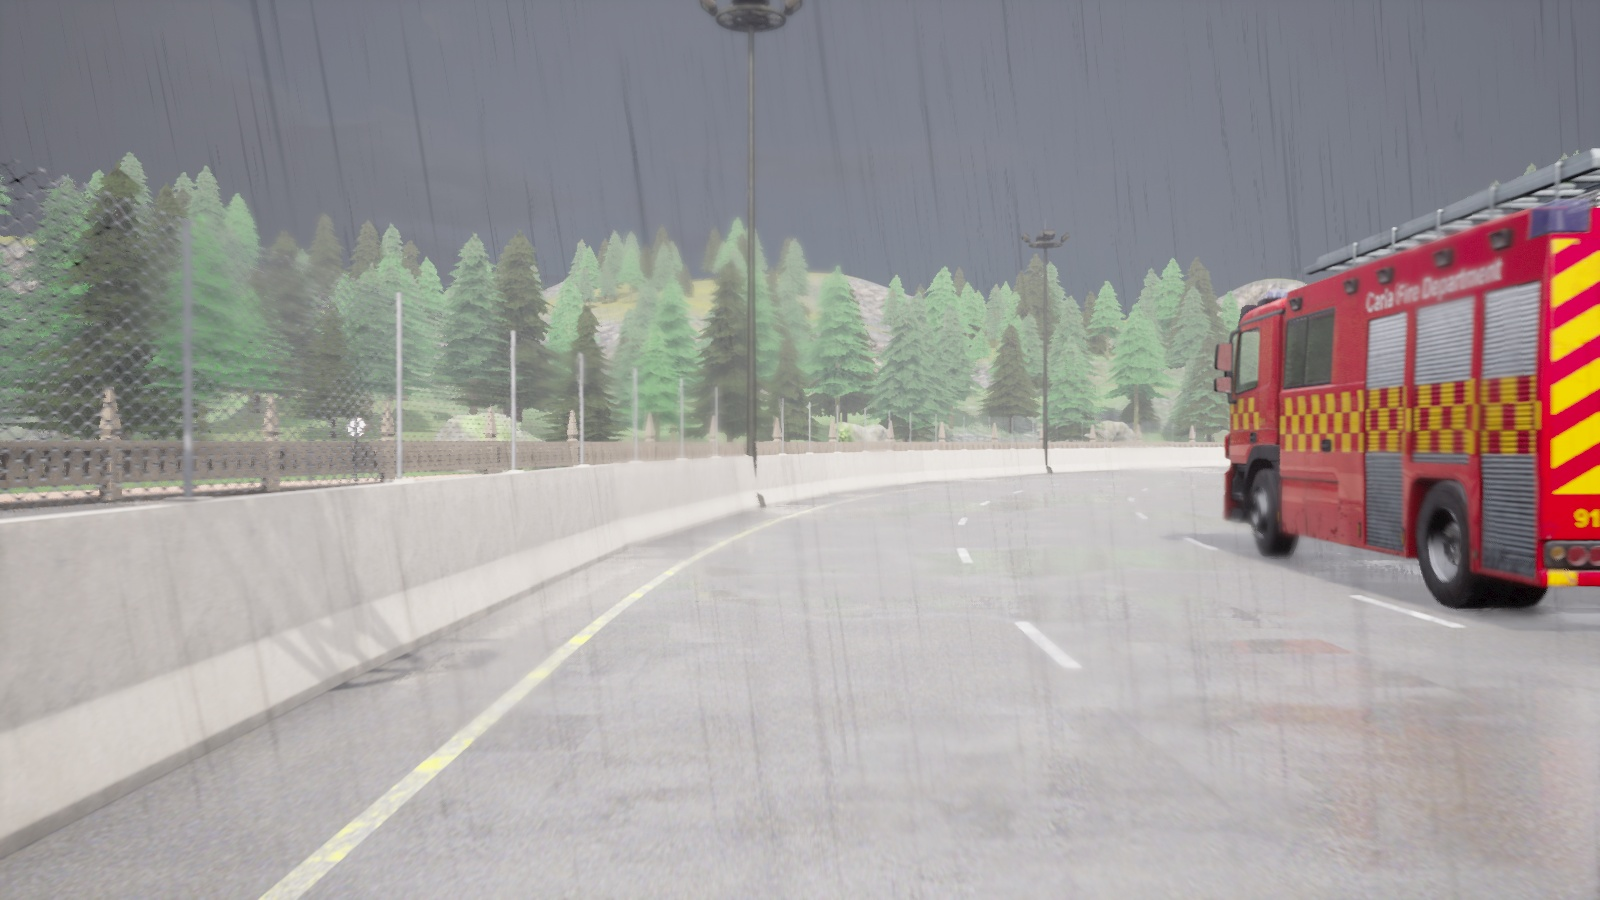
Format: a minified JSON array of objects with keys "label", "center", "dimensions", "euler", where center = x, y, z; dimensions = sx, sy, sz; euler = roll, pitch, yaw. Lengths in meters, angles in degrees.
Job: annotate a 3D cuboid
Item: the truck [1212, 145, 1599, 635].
[{"label":"truck","center":[7.260,-0.491,13.989],"dimensions":[2.891,3.827,8.468],"euler":[0,0,2]}]
